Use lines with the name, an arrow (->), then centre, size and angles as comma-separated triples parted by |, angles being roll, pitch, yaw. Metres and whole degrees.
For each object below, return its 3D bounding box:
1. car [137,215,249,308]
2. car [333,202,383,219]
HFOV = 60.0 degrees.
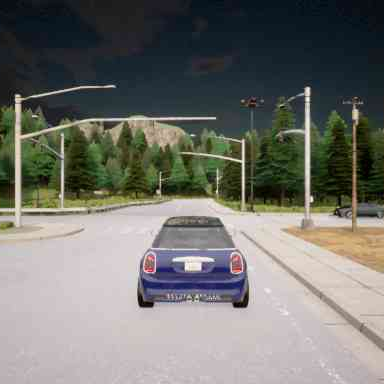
car -> 0.037, 1.348, 8.090 | 2.097, 1.767, 4.553 | 0, 0, 0
car -> 14.499, 1.591, 28.718 | 4.181, 1.385, 1.994 | 0, 0, 1
